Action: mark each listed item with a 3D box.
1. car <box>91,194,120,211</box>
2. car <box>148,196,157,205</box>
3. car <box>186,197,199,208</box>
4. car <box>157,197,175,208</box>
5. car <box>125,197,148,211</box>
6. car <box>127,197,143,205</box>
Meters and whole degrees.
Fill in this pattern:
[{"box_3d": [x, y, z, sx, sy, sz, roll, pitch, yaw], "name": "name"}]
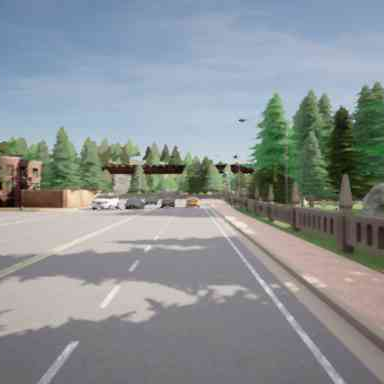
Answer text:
[{"box_3d": [-10.826, 1.238, 42.057, 2.150, 2.045, 5.566, 0, 0, 4], "name": "car"}, {"box_3d": [-7.080, 1.532, 58.484, 1.837, 1.490, 4.892, 0, 0, 0], "name": "car"}, {"box_3d": [0.068, 1.499, 49.763, 1.882, 1.535, 5.008, 0, 0, 0], "name": "car"}, {"box_3d": [-3.431, 1.512, 48.729, 2.128, 1.511, 4.902, 0, 0, 0], "name": "car"}, {"box_3d": [-7.113, 1.581, 41.636, 1.994, 1.385, 4.181, 0, 0, 0], "name": "car"}, {"box_3d": [-10.547, 1.573, 61.458, 2.033, 1.411, 5.357, 0, 0, 0], "name": "car"}]
